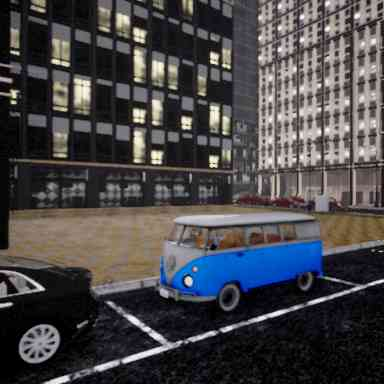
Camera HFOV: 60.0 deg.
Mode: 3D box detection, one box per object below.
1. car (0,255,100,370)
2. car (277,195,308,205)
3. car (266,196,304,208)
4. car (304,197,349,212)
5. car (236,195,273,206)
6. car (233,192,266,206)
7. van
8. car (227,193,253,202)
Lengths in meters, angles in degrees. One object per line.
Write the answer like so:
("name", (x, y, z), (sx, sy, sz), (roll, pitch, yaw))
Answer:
("car", (-3.401, 1.548, 4.134), (4.403, 1.369, 2.008), (0, 0, -36))
("car", (15.078, 1.252, 50.084), (1.802, 1.307, 4.206), (2, 0, -36))
("car", (11.550, 1.318, 40.621), (1.802, 1.307, 4.206), (2, 0, -36))
("car", (14.802, 1.283, 36.090), (1.967, 1.590, 4.097), (2, 0, -36))
("car", (9.066, 1.144, 48.516), (2.033, 1.411, 5.357), (0, 1, -36))
("car", (8.312, 0.943, 45.151), (2.192, 1.841, 5.009), (2, 0, -36))
("van", (1.198, 1.374, 7.415), (3.998, 1.788, 1.690), (0, 0, -36))
("car", (8.484, 0.977, 59.288), (1.752, 1.417, 4.829), (2, 0, -36))
